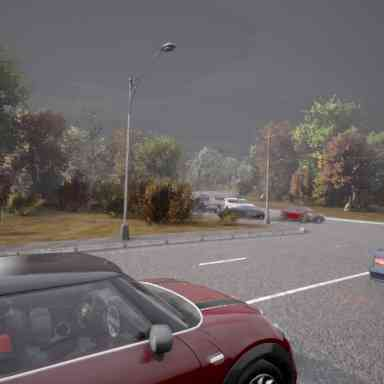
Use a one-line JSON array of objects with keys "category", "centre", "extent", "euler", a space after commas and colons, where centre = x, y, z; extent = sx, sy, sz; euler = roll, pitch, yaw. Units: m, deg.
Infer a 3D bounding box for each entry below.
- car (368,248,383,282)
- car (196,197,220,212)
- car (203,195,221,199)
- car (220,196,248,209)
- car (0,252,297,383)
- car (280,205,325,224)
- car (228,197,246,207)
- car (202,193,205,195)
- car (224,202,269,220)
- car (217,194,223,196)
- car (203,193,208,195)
[{"category": "car", "centre": [6.612, 1.665, 8.480], "extent": [5.357, 1.411, 2.033], "euler": [2, -1, -36]}, {"category": "car", "centre": [2.023, 1.961, 45.363], "extent": [1.837, 1.490, 4.892], "euler": [3, 0, -17]}, {"category": "car", "centre": [3.239, 1.863, 53.788], "extent": [1.882, 1.535, 5.008], "euler": [2, 1, -14]}, {"category": "car", "centre": [6.206, 1.880, 43.933], "extent": [2.150, 2.045, 5.566], "euler": [3, 0, -19]}, {"category": "car", "centre": [-1.145, 1.354, 2.929], "extent": [4.553, 1.767, 2.097], "euler": [0, 0, -36]}, {"category": "car", "centre": [10.831, 2.113, 32.815], "extent": [2.097, 1.767, 4.553], "euler": [3, -1, -25]}, {"category": "car", "centre": [8.459, 1.846, 63.188], "extent": [1.837, 1.490, 4.892], "euler": [2, 2, -11]}, {"category": "car", "centre": [1.116, 1.574, 63.708], "extent": [1.895, 1.301, 4.718], "euler": [2, 2, -10]}, {"category": "car", "centre": [5.861, 2.144, 35.072], "extent": [2.033, 1.411, 5.357], "euler": [3, -1, -23]}, {"category": "car", "centre": [6.469, 1.178, 79.493], "extent": [1.994, 1.385, 4.181], "euler": [2, 2, -1]}, {"category": "car", "centre": [3.014, 1.056, 78.414], "extent": [2.128, 1.511, 4.902], "euler": [2, 2, -1]}]
